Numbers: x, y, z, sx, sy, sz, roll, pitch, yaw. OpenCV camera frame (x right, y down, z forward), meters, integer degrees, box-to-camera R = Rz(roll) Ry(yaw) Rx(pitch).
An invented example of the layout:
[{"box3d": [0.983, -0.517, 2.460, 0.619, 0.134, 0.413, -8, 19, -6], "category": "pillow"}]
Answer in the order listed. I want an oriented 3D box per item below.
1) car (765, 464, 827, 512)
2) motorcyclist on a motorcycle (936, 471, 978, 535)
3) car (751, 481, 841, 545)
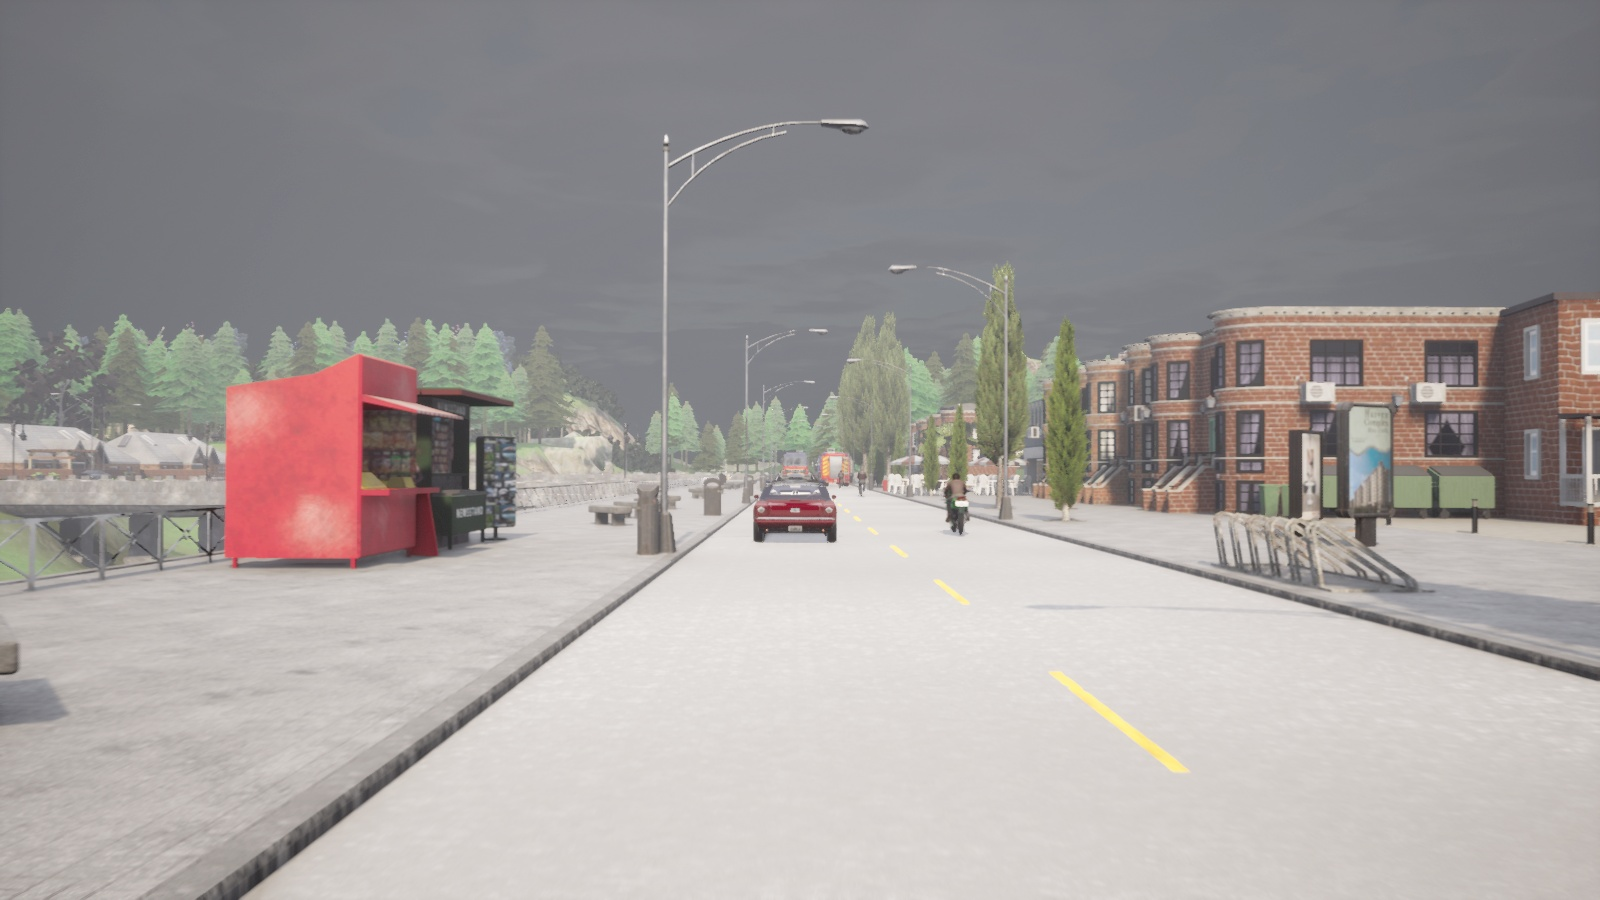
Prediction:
[{"box3d": [-0.151, 1.357, 46.072, 2.152, 1.651, 5.027, 0, -1, 0], "category": "car"}, {"box3d": [3.897, 1.300, 31.326, 0.797, 1.523, 2.044, 0, -1, 0], "category": "motorcyclist on a motorcycle"}, {"box3d": [-0.094, 1.394, 28.916, 1.895, 1.301, 4.718, 0, -1, 0], "category": "car"}]
